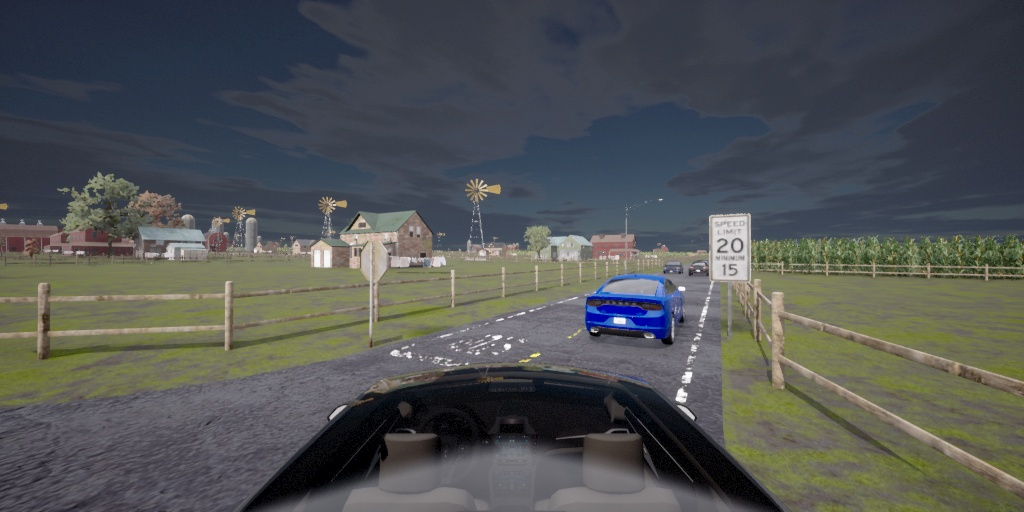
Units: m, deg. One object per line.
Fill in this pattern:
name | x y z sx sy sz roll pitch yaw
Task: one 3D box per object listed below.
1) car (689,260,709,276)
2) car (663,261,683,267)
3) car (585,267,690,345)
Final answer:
car | 19.245 1.275 36.803 1.812 1.442 4.674 0 0 31
car | 18.794 1.300 41.615 2.033 1.411 5.357 0 0 30
car | 3.532 1.229 9.776 1.882 1.535 5.008 0 0 30
